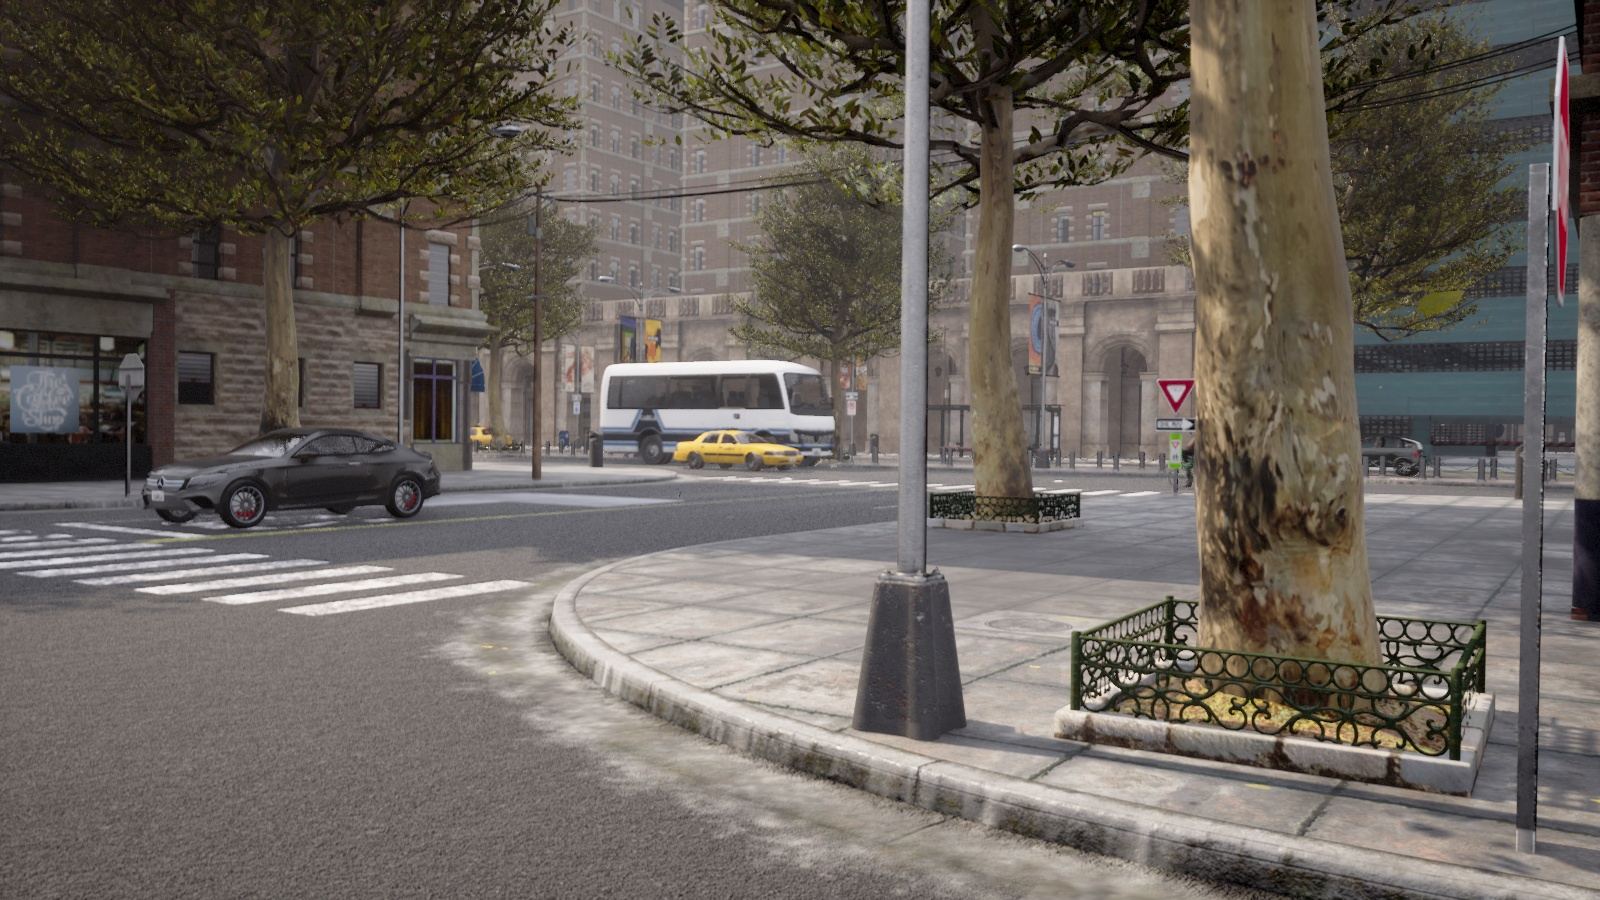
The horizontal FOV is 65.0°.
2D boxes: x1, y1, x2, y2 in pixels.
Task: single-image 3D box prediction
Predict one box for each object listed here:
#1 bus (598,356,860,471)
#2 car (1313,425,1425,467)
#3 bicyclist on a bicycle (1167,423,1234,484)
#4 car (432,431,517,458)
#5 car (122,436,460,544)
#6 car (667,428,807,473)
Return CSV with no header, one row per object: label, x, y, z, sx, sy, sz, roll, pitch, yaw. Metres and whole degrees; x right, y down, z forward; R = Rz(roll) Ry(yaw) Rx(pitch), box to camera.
bus,-2.998,-1.393,50.980,10.273,4.253,3.944,0,1,33
car,21.923,-0.174,48.388,3.705,1.549,1.789,0,1,33
bicyclist on a bicycle,10.981,0.087,34.453,1.656,1.620,0.582,0,2,-7
car,-19.619,-0.333,75.690,5.366,1.575,1.801,0,1,33
car,-7.719,0.517,19.533,1.812,1.442,4.674,0,1,33
car,-2.364,-0.007,45.968,5.366,1.575,1.801,0,1,41
